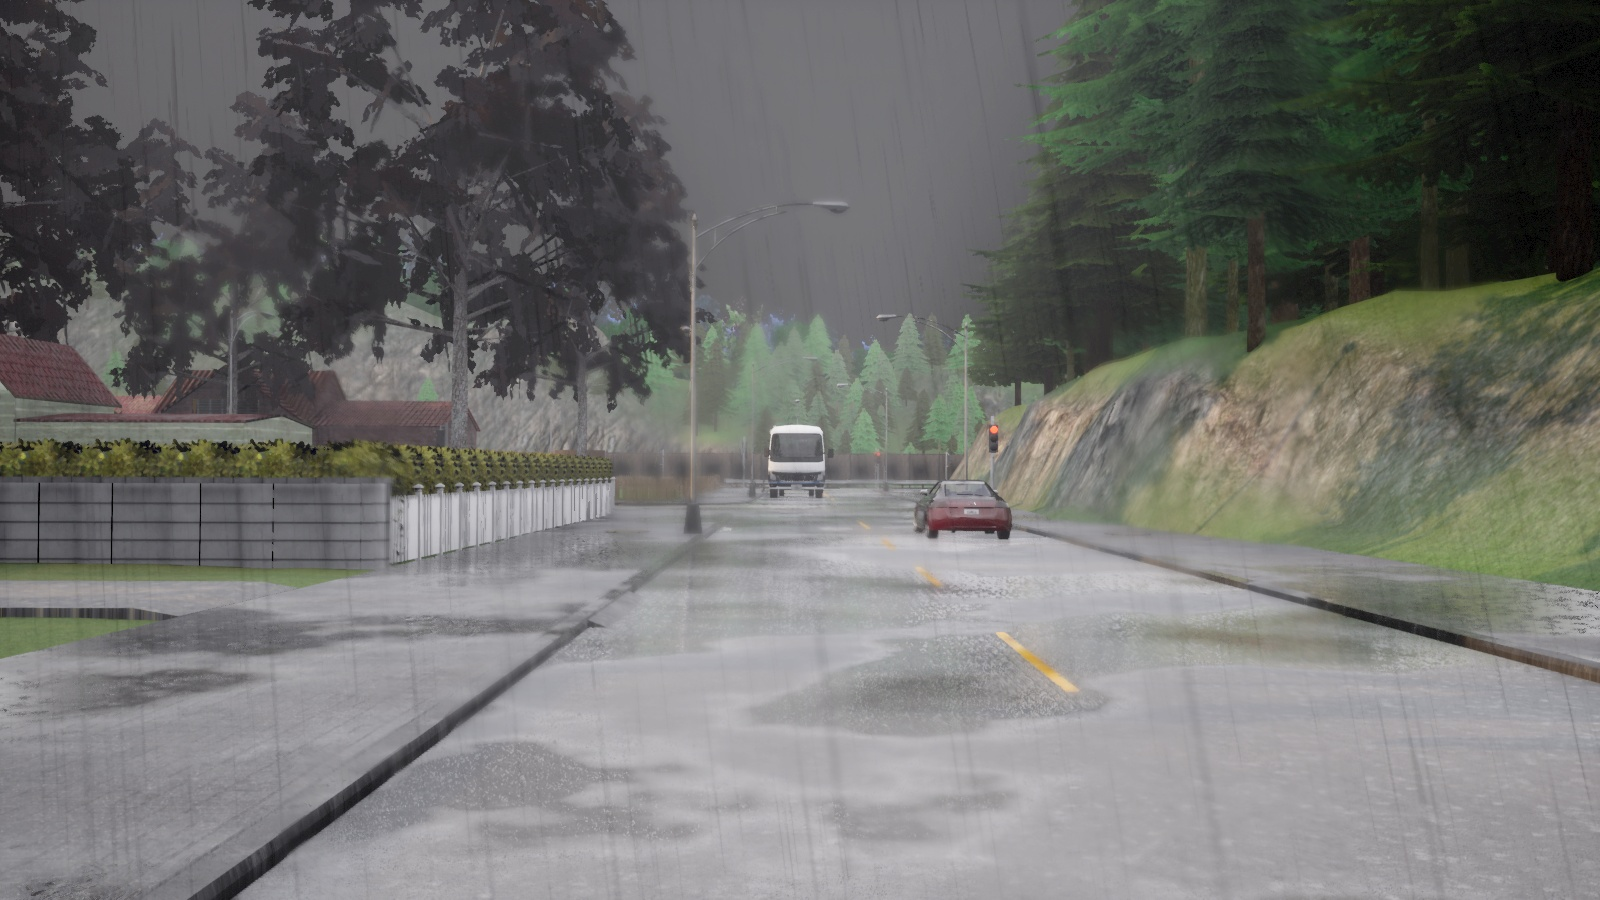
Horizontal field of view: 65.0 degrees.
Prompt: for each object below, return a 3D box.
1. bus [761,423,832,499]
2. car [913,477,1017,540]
[{"bbox_3d":[-0.192,0.698,75.175,3.944,4.253,10.273,0,-1,0],"label":"bus"},{"bbox_3d":[3.919,1.374,30.520,1.994,1.385,4.181,0,-1,0],"label":"car"}]
